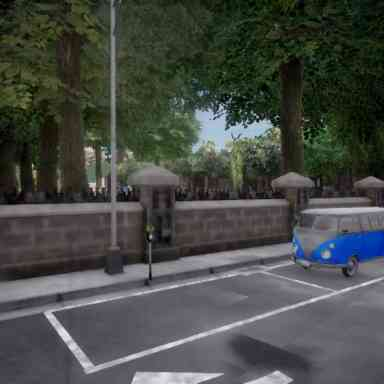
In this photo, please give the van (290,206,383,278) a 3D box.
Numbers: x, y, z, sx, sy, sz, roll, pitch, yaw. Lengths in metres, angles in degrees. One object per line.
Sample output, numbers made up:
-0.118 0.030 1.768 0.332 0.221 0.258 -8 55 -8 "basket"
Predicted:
4.648 1.338 9.853 3.998 1.788 1.690 0 0 -35 "van"
